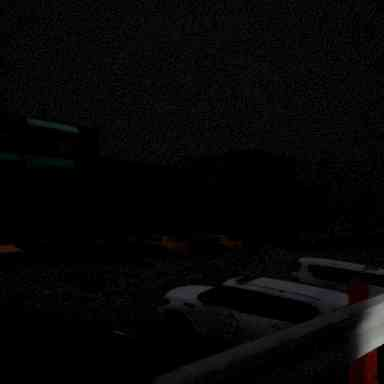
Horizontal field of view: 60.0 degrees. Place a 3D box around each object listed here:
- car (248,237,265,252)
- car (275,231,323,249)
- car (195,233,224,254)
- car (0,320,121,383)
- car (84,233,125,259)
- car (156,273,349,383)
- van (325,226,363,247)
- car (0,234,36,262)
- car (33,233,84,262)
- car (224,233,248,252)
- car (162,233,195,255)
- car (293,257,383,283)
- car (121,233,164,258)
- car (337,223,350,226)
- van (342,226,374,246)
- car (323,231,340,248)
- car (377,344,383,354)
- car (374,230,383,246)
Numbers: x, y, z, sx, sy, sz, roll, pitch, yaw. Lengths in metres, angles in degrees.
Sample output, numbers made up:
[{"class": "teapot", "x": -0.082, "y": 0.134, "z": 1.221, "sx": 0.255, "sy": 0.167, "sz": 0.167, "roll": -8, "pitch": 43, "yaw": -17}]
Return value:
[{"class": "car", "x": 4.618, "y": 4.808, "z": 32.106, "sx": 4.792, "sy": 1.488, "sz": 2.163, "roll": 1, "pitch": -4, "yaw": 34}, {"class": "car", "x": 11.761, "y": 5.287, "z": 37.313, "sx": 4.553, "sy": 1.767, "sz": 2.185, "roll": 1, "pitch": -4, "yaw": 34}, {"class": "car", "x": -0.196, "y": 4.355, "z": 28.672, "sx": 5.008, "sy": 1.535, "sz": 2.097, "roll": 1, "pitch": -3, "yaw": 34}, {"class": "car", "x": -3.209, "y": 3.092, "z": 5.595, "sx": 4.553, "sy": 1.767, "sz": 2.185, "roll": 3, "pitch": -2, "yaw": 34}, {"class": "car", "x": -7.414, "y": 3.749, "z": 23.509, "sx": 4.792, "sy": 1.488, "sz": 2.163, "roll": 1, "pitch": -3, "yaw": 34}, {"class": "car", "x": 1.643, "y": 3.397, "z": 9.146, "sx": 5.566, "sy": 2.045, "sz": 2.435, "roll": 3, "pitch": -2, "yaw": 34}, {"class": "van", "x": 18.879, "y": 5.818, "z": 42.535, "sx": 4.442, "sy": 1.987, "sz": 1.878, "roll": 1, "pitch": -3, "yaw": 34}, {"class": "car", "x": -12.021, "y": 3.297, "z": 19.955, "sx": 5.366, "sy": 1.575, "sz": 1.946, "roll": 1, "pitch": -4, "yaw": 34}, {"class": "car", "x": -9.788, "y": 3.509, "z": 21.774, "sx": 4.892, "sy": 1.521, "sz": 2.231, "roll": 1, "pitch": -4, "yaw": 34}, {"class": "car", "x": 2.040, "y": 4.560, "z": 30.490, "sx": 5.366, "sy": 1.575, "sz": 1.946, "roll": 1, "pitch": -3, "yaw": 34}, {"class": "car", "x": -2.751, "y": 4.137, "z": 27.044, "sx": 5.366, "sy": 1.575, "sz": 1.946, "roll": 1, "pitch": -3, "yaw": 34}, {"class": "car", "x": 6.587, "y": 3.831, "z": 12.636, "sx": 5.566, "sy": 2.045, "sz": 2.435, "roll": 3, "pitch": -2, "yaw": 34}, {"class": "car", "x": -4.995, "y": 3.931, "z": 25.216, "sx": 5.008, "sy": 1.535, "sz": 2.097, "roll": 1, "pitch": -4, "yaw": 35}, {"class": "car", "x": 32.610, "y": 7.796, "z": 71.595, "sx": 2.435, "sy": 2.045, "sz": 5.566, "roll": 2, "pitch": -2, "yaw": 36}, {"class": "van", "x": 21.275, "y": 6.029, "z": 44.258, "sx": 4.442, "sy": 1.987, "sz": 1.878, "roll": 1, "pitch": -3, "yaw": 34}, {"class": "car", "x": 14.181, "y": 5.625, "z": 39.016, "sx": 4.892, "sy": 1.521, "sz": 2.231, "roll": 1, "pitch": -3, "yaw": 34}, {"class": "car", "x": 4.071, "y": 3.893, "z": 10.901, "sx": 4.792, "sy": 1.488, "sz": 2.163, "roll": 3, "pitch": -2, "yaw": 34}, {"class": "car", "x": 23.796, "y": 6.217, "z": 45.910, "sx": 5.566, "sy": 2.045, "sz": 2.435, "roll": 1, "pitch": -4, "yaw": 34}]
